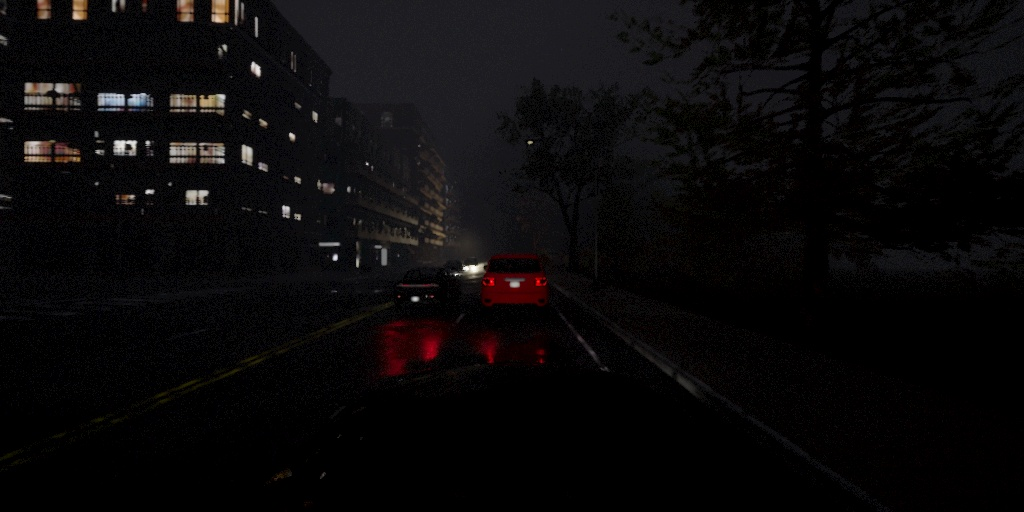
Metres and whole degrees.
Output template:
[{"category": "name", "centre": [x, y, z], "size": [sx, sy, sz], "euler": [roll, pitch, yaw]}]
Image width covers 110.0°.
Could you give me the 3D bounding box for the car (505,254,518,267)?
[{"category": "car", "centre": [-0.026, 0.670, 60.926], "size": [2.150, 2.045, 5.566], "euler": [0, 0, 0]}]

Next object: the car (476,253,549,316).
[{"category": "car", "centre": [0.088, 0.912, 13.241], "size": [2.150, 2.045, 5.566], "euler": [0, 0, 0]}]

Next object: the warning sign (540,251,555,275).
[{"category": "warning sign", "centre": [2.837, 0.711, 31.665], "size": [1.300, 1.860, 1.060], "euler": [0, 0, 0]}]

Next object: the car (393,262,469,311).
[{"category": "car", "centre": [-3.163, 1.177, 14.151], "size": [2.128, 1.511, 4.902], "euler": [0, 0, 0]}]

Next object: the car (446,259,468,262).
[{"category": "car", "centre": [-6.609, 1.098, 40.397], "size": [2.033, 1.411, 5.357], "euler": [0, 0, 0]}]

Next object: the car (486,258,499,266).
[{"category": "car", "centre": [-3.277, 1.011, 61.312], "size": [1.994, 1.385, 4.181], "euler": [0, 0, 0]}]

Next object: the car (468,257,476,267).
[{"category": "car", "centre": [-6.574, 0.952, 58.423], "size": [2.128, 1.511, 4.902], "euler": [0, 0, 0]}]
